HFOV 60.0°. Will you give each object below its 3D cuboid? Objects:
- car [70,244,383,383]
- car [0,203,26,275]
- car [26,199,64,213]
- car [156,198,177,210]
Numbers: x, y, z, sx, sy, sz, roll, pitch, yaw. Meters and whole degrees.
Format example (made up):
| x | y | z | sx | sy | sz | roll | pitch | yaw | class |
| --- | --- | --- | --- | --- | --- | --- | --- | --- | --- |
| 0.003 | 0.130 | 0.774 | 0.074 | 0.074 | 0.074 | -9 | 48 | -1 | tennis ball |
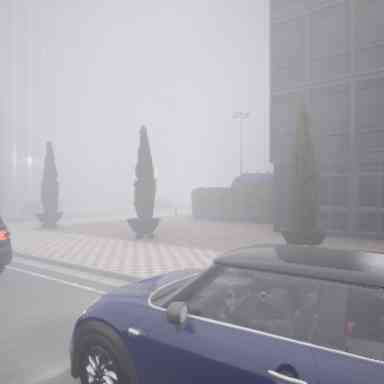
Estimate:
| x | y | z | sx | sy | sz | roll | pitch | yaw | class |
| --- | --- | --- | --- | --- | --- | --- | --- | --- | --- |
| 0.796 | 1.352 | 3.425 | 4.553 | 1.767 | 2.097 | 0 | 0 | 36 | car |
| -7.074 | 1.222 | 9.017 | 5.566 | 2.045 | 2.150 | 0 | 0 | 36 | car |
| -16.833 | 1.490 | 37.219 | 2.128 | 1.511 | 4.902 | 0 | 0 | 35 | car |
| -3.909 | 1.491 | 43.130 | 2.128 | 1.511 | 4.902 | 0 | 0 | 35 | car |
